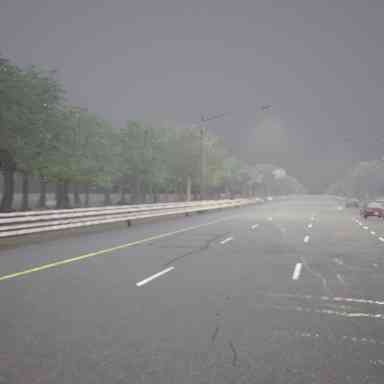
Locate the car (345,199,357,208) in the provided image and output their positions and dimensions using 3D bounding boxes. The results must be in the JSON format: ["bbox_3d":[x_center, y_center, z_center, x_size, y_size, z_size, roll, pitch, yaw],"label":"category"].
[{"bbox_3d":[25.998,1.848,53.889,2.128,1.511,4.902,0,0,25],"label":"car"}]

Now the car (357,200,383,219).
[{"bbox_3d":[17.000,1.754,31.263,1.812,1.442,4.674,1,0,21],"label":"car"}]
